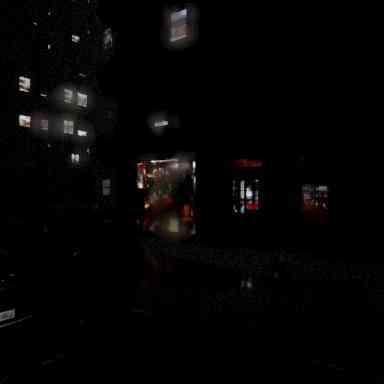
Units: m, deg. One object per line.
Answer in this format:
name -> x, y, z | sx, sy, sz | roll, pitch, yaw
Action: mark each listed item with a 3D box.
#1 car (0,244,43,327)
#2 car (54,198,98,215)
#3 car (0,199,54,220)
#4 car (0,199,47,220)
car -> -4.463, 1.551, 6.069 | 4.403, 1.369, 2.008 | 0, 0, 36
car -> -10.904, 1.250, 30.513 | 1.752, 1.417, 4.829 | 1, 1, 35
car -> -12.751, 1.323, 23.553 | 1.837, 1.490, 4.892 | 0, 1, 38
car -> -13.999, 1.350, 26.092 | 2.008, 1.369, 4.403 | 1, 1, 35
